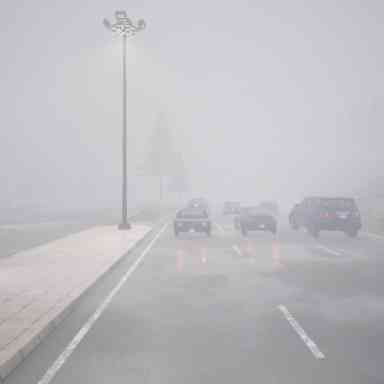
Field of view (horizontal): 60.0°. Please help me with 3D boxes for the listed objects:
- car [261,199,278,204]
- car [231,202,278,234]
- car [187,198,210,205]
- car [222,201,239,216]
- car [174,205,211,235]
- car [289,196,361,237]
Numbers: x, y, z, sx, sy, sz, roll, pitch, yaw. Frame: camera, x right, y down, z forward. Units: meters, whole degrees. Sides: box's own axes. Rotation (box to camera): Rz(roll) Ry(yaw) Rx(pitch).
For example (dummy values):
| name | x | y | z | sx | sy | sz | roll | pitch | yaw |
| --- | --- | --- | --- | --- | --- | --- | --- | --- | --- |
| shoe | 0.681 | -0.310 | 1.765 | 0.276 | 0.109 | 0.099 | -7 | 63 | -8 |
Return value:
| name | x | y | z | sx | sy | sz | roll | pitch | yaw |
| --- | --- | --- | --- | --- | --- | --- | --- | --- | --- |
| car | 7.976 | 1.478 | 34.943 | 1.882 | 1.535 | 5.008 | 0 | 0 | 11 |
| car | 3.544 | 1.526 | 18.939 | 1.812 | 1.442 | 4.674 | 0 | 0 | 1 |
| car | 0.725 | 1.351 | 34.058 | 2.097 | 1.767 | 4.553 | 0 | 0 | 8 |
| car | 3.895 | 1.548 | 31.900 | 2.033 | 1.411 | 5.357 | 0 | 0 | 6 |
| car | 0.040 | 1.601 | 18.630 | 1.895 | 1.301 | 4.718 | 0 | 0 | 1 |
| car | 7.032 | 1.223 | 18.117 | 2.150 | 2.045 | 5.566 | 0 | 0 | 1 |
